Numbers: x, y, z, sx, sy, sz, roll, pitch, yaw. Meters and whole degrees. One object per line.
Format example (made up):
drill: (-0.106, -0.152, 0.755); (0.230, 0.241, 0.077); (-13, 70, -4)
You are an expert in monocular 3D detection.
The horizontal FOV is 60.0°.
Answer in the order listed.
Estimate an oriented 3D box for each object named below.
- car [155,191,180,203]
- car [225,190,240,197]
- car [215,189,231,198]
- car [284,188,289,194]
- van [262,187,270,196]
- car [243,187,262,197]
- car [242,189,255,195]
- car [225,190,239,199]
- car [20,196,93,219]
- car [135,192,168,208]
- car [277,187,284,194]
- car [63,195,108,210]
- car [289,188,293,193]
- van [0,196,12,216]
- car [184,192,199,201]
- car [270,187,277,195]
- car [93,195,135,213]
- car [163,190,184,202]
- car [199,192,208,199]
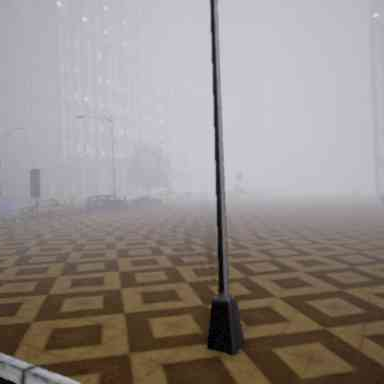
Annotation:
car: (-3.762, 0.742, 51.934); (1.967, 1.590, 4.097); (-2, 0, 28)
car: (9.415, 0.304, 76.603); (1.887, 1.381, 4.507); (-2, 0, 28)
car: (6.777, 0.307, 71.668); (1.967, 1.590, 4.097); (-2, 0, 28)
car: (21.886, -0.147, 82.618); (1.947, 1.339, 4.313); (-2, 0, 28)
van: (13.906, -0.048, 67.884); (1.690, 1.788, 3.998); (-2, 0, 28)
car: (11.250, 0.159, 62.976); (1.967, 1.590, 4.097); (-2, 0, 28)
car: (14.684, 0.091, 86.470); (1.887, 1.381, 4.507); (-2, 0, 28)
car: (6.066, 0.459, 53.279); (1.752, 1.417, 4.829); (-2, 0, 28)
car: (-9.725, 1.127, 23.734); (1.752, 1.417, 4.829); (-2, 0, 28)
car: (-4.543, 0.961, 33.435); (1.802, 1.307, 4.206); (-2, 0, 28)
car: (19.207, -0.290, 77.713); (2.192, 1.841, 5.009); (-2, 0, 28)
car: (-11.743, 1.164, 36.984); (1.752, 1.417, 4.829); (-2, 0, 28)
car: (24.594, -0.296, 87.694); (1.752, 1.417, 4.829); (-2, 0, 28)
van: (-16.937, 1.202, 27.266); (1.690, 1.788, 3.998); (-2, 0, 28)
car: (-1.124, 0.737, 56.868); (1.887, 1.381, 4.507); (-2, 0, 28)
car: (16.557, -0.057, 72.801); (1.967, 1.590, 4.097); (-2, 0, 28)
car: (-7.177, 0.932, 28.508); (1.967, 1.590, 4.097); (-2, 0, 28)
car: (-3.595, 0.659, 46.653); (2.097, 1.767, 4.553); (-2, 0, 28)
car: (1.511, 0.634, 61.802); (2.008, 1.369, 4.403); (-2, 0, 28)
